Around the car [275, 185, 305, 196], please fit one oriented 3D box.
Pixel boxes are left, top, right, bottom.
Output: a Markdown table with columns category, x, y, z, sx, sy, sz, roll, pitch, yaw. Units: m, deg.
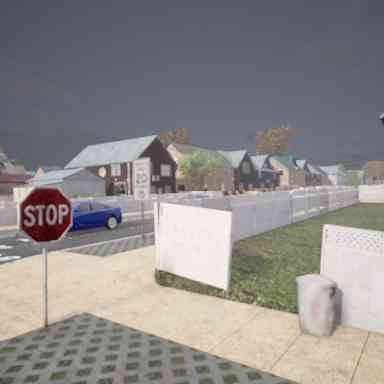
| category | x | y | z | sx | sy | sz | roll | pitch | yaw |
| --- | --- | --- | --- | --- | --- | --- | --- | --- | --- |
| car | 11.802 | 0.161 | 41.223 | 2.150 | 2.045 | 5.566 | -2 | 1 | 36 |

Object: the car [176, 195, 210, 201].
| category | x | y | z | sx | sy | sz | roll | pitch | yaw |
| --- | --- | --- | --- | --- | --- | --- | --- | --- | --- |
| car | 0.002 | 0.964 | 24.539 | 1.882 | 1.535 | 5.008 | -2 | 1 | 35 |

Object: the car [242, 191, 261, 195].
| category | x | y | z | sx | sy | sz | roll | pitch | yaw |
| --- | --- | --- | --- | --- | --- | --- | --- | --- | --- |
| car | 5.827 | 0.693 | 32.794 | 1.882 | 1.535 | 5.008 | -2 | 1 | 35 |

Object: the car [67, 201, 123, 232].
| category | x | y | z | sx | sy | sz | roll | pitch | yaw |
| --- | --- | --- | --- | --- | --- | --- | --- | --- | --- |
| car | -5.678 | 1.230 | 16.411 | 1.882 | 1.535 | 5.008 | -2 | 1 | 34 |
